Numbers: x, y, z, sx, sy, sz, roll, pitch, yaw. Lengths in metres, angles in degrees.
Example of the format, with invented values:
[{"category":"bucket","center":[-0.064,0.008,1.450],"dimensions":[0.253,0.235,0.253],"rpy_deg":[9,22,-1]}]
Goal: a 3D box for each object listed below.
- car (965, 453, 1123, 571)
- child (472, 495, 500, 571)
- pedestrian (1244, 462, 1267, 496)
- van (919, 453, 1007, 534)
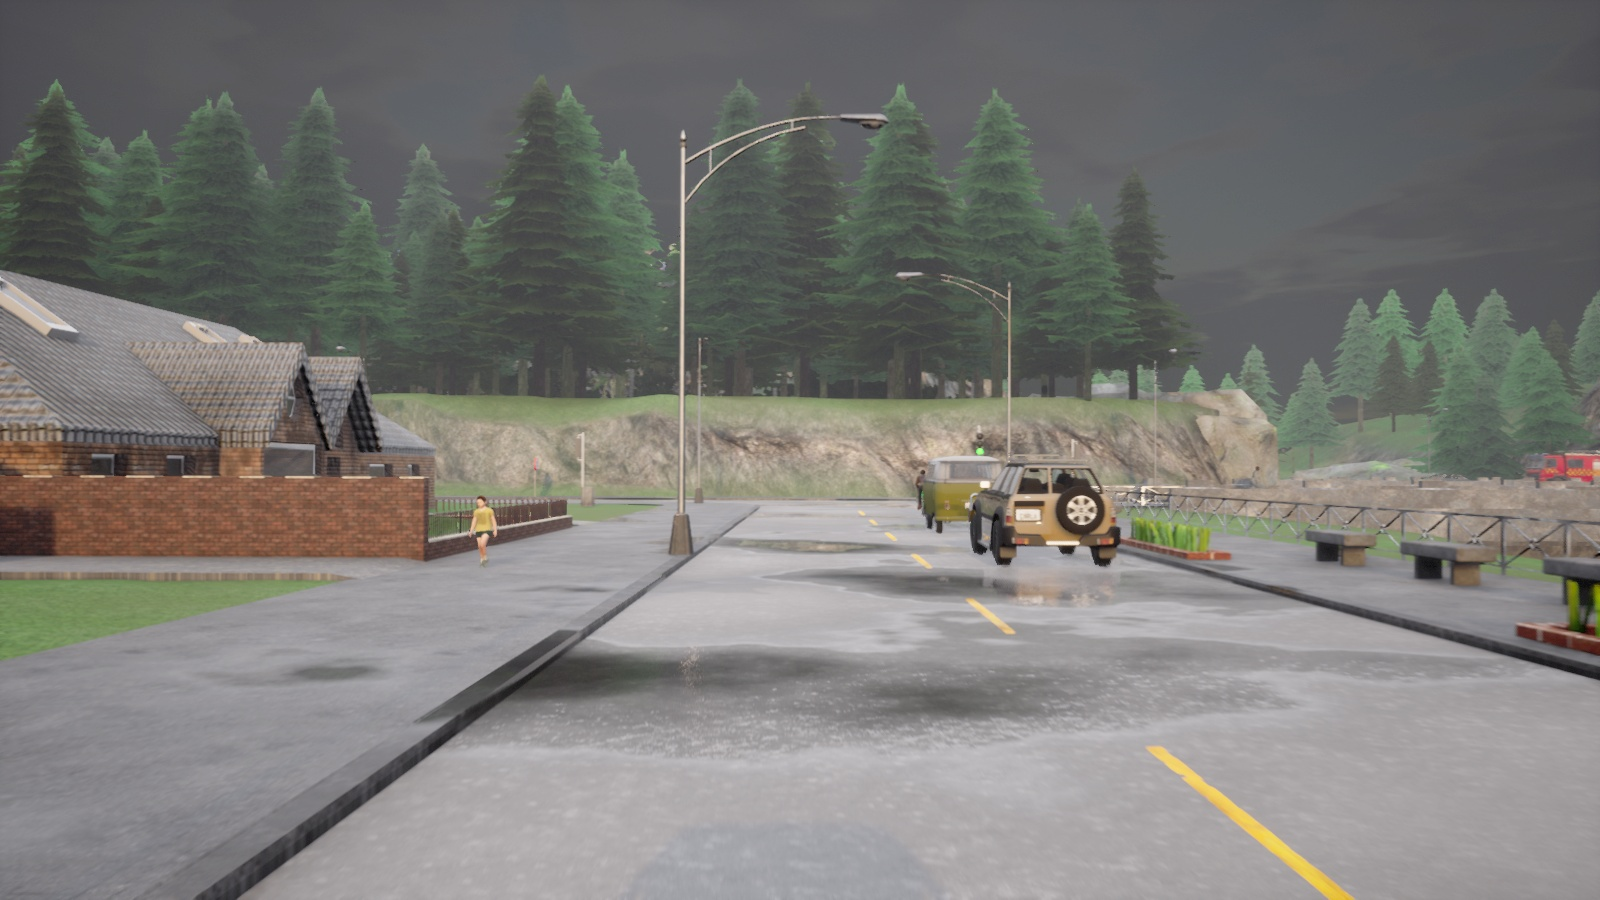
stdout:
[{"category":"car","center":[4.172,0.991,22.234],"dimensions":[1.932,1.855,4.605],"rpy_deg":[0,0,0]},{"category":"child","center":[-4.719,1.241,18.875],"dimensions":[0.255,1.110,0.394],"rpy_deg":[0,-1,14]},{"category":"pedestrian","center":[24.790,1.571,68.388],"dimensions":[0.900,1.855,0.874],"rpy_deg":[0,-1,0]},{"category":"van","center":[4.256,1.112,33.404],"dimensions":[1.775,1.987,4.442],"rpy_deg":[0,-1,0]}]
